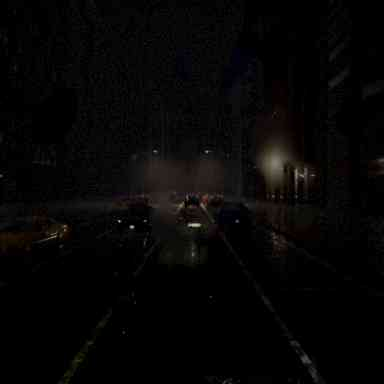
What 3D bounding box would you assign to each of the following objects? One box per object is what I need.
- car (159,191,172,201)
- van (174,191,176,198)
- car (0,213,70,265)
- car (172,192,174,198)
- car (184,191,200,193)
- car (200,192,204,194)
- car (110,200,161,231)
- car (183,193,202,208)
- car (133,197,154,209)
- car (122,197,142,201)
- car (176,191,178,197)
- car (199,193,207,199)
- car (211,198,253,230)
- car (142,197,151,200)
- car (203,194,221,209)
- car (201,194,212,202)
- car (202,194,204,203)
[{"bbox_3d":[-5.776,1.007,68.396,1.967,1.590,4.097,0,0,0],"label":"car"},{"bbox_3d":[-5.779,0.807,85.428,1.690,1.788,3.998,0,0,0],"label":"van"},{"bbox_3d":[-5.765,1.447,11.453,1.752,1.417,4.829,0,0,0],"label":"car"},{"bbox_3d":[-5.777,1.084,74.074,2.008,1.369,4.403,0,0,0],"label":"car"},{"bbox_3d":[-0.010,1.122,55.560,1.882,1.535,5.008,0,0,0],"label":"car"},{"bbox_3d":[2.751,1.075,57.048,1.967,1.590,4.097,0,0,0],"label":"car"},{"bbox_3d":[-3.107,1.413,19.828,2.033,1.411,5.357,0,0,0],"label":"car"},{"bbox_3d":[0.028,1.232,41.985,1.837,1.490,4.892,0,1,0],"label":"car"},{"bbox_3d":[-5.770,1.304,40.010,1.947,1.339,4.313,0,0,0],"label":"car"},{"bbox_3d":[-5.768,1.335,28.486,1.752,1.417,4.829,0,0,0],"label":"car"},{"bbox_3d":[-5.780,0.748,91.105,2.192,1.841,5.009,0,0,0],"label":"car"},{"bbox_3d":[2.746,1.048,85.437,1.802,1.307,4.206,0,0,0],"label":"car"},{"bbox_3d":[2.357,1.343,19.836,1.882,1.535,5.008,0,0,0],"label":"car"},{"bbox_3d":[-5.769,1.318,34.332,1.887,1.381,4.507,0,0,0],"label":"car"},{"bbox_3d":[2.755,1.178,40.016,1.967,1.590,4.097,0,0,0],"label":"car"},{"bbox_3d":[2.750,1.167,62.726,1.947,1.339,4.313,0,0,0],"label":"car"},{"bbox_3d":[2.754,1.270,45.694,1.947,1.339,4.313,0,0,0],"label":"car"}]
